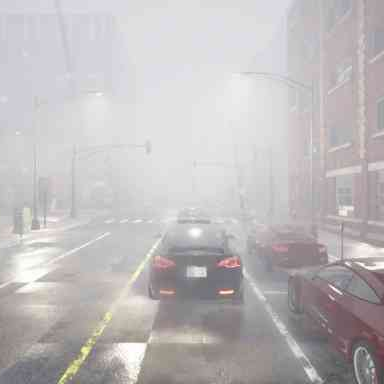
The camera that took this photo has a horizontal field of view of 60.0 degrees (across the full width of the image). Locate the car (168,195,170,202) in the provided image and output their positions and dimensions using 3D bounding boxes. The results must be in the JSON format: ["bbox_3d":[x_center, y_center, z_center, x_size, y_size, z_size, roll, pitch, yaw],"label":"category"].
[{"bbox_3d":[-5.812,1.602,65.300,1.802,1.307,4.206,1,0,0],"label":"car"}]

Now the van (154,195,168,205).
[{"bbox_3d":[-5.797,1.359,59.648,1.690,1.788,3.998,1,0,0],"label":"van"}]

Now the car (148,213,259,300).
[{"bbox_3d":[0.083,1.506,8.414,2.163,1.488,4.792,0,0,0],"label":"car"}]

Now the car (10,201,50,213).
[{"bbox_3d":[-18.790,1.730,38.711,4.313,1.339,1.947,0,-1,0],"label":"car"}]

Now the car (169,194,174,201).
[{"bbox_3d":[-5.835,1.607,76.604,1.802,1.307,4.206,1,0,0],"label":"car"}]

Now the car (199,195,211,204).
[{"bbox_3d":[2.580,1.544,59.796,1.752,1.417,4.829,1,0,0],"label":"car"}]

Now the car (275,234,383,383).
[{"bbox_3d":[2.658,1.583,4.716,1.802,1.307,4.206,1,0,0],"label":"car"}]

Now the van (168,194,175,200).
[{"bbox_3d":[-5.866,1.375,93.561,1.690,1.788,3.998,1,0,0],"label":"van"}]

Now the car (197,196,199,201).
[{"bbox_3d":[2.534,1.573,82.236,1.887,1.381,4.507,1,0,0],"label":"car"}]

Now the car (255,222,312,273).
[{"bbox_3d":[2.816,1.585,10.372,1.802,1.307,4.206,1,0,0],"label":"car"}]

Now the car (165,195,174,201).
[{"bbox_3d":[-5.858,1.582,87.909,2.008,1.369,4.403,1,0,0],"label":"car"}]

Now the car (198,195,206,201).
[{"bbox_3d":[2.522,1.597,87.887,1.947,1.339,4.313,1,0,0],"label":"car"}]

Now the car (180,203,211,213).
[{"bbox_3d":[0.065,1.552,17.686,2.033,1.411,5.357,0,0,-1],"label":"car"}]
